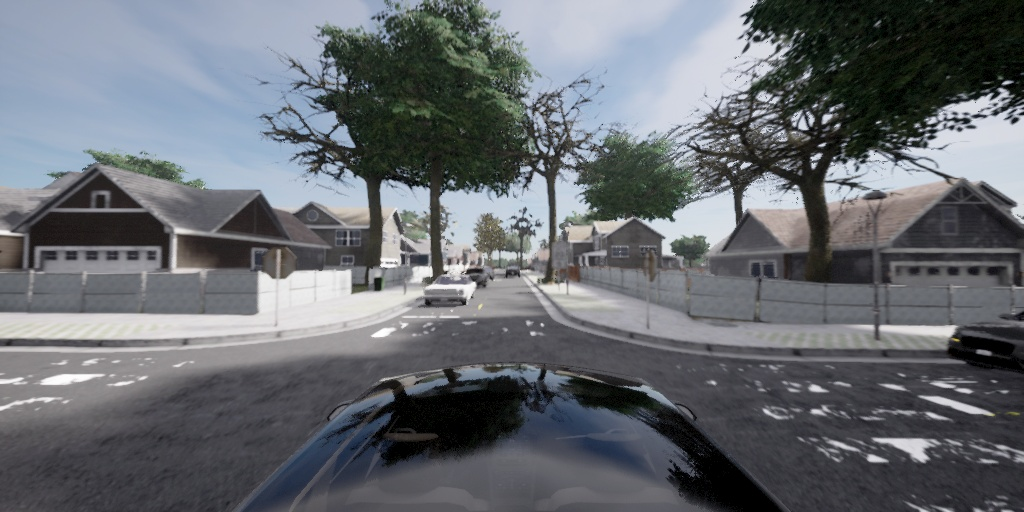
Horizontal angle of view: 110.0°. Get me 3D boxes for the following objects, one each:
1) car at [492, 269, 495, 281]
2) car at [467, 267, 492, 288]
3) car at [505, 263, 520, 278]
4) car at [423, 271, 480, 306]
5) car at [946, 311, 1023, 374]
[{"bbox_3d":[-2.848,1.924,39.084,2.033,1.411,5.357,0,-1,0],"label":"car"},{"bbox_3d":[-2.847,1.669,28.453,1.837,1.490,4.892,0,-1,0],"label":"car"},{"bbox_3d":[0.090,2.027,47.072,1.882,1.535,5.008,0,-1,0],"label":"car"},{"bbox_3d":[-2.851,1.570,17.250,1.895,1.301,4.718,0,-1,0],"label":"car"},{"bbox_3d":[11.032,1.542,6.511,4.892,1.490,1.837,1,-2,1],"label":"car"}]
